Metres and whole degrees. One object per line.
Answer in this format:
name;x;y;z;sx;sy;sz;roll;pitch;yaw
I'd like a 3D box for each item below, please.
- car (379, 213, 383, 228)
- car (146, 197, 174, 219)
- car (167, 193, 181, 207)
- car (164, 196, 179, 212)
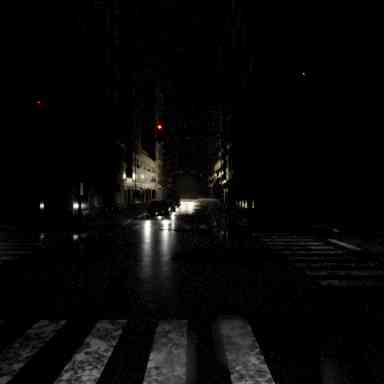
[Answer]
car;12.338;1.282;16.892;5.009;1.841;2.192;0;0;0
car;-2.865;1.496;29.285;1.837;1.490;4.892;0;0;0
car;-2.874;1.197;49.552;2.150;2.045;5.566;0;0;0
car;-2.864;1.511;39.152;1.812;1.442;4.674;0;0;0
